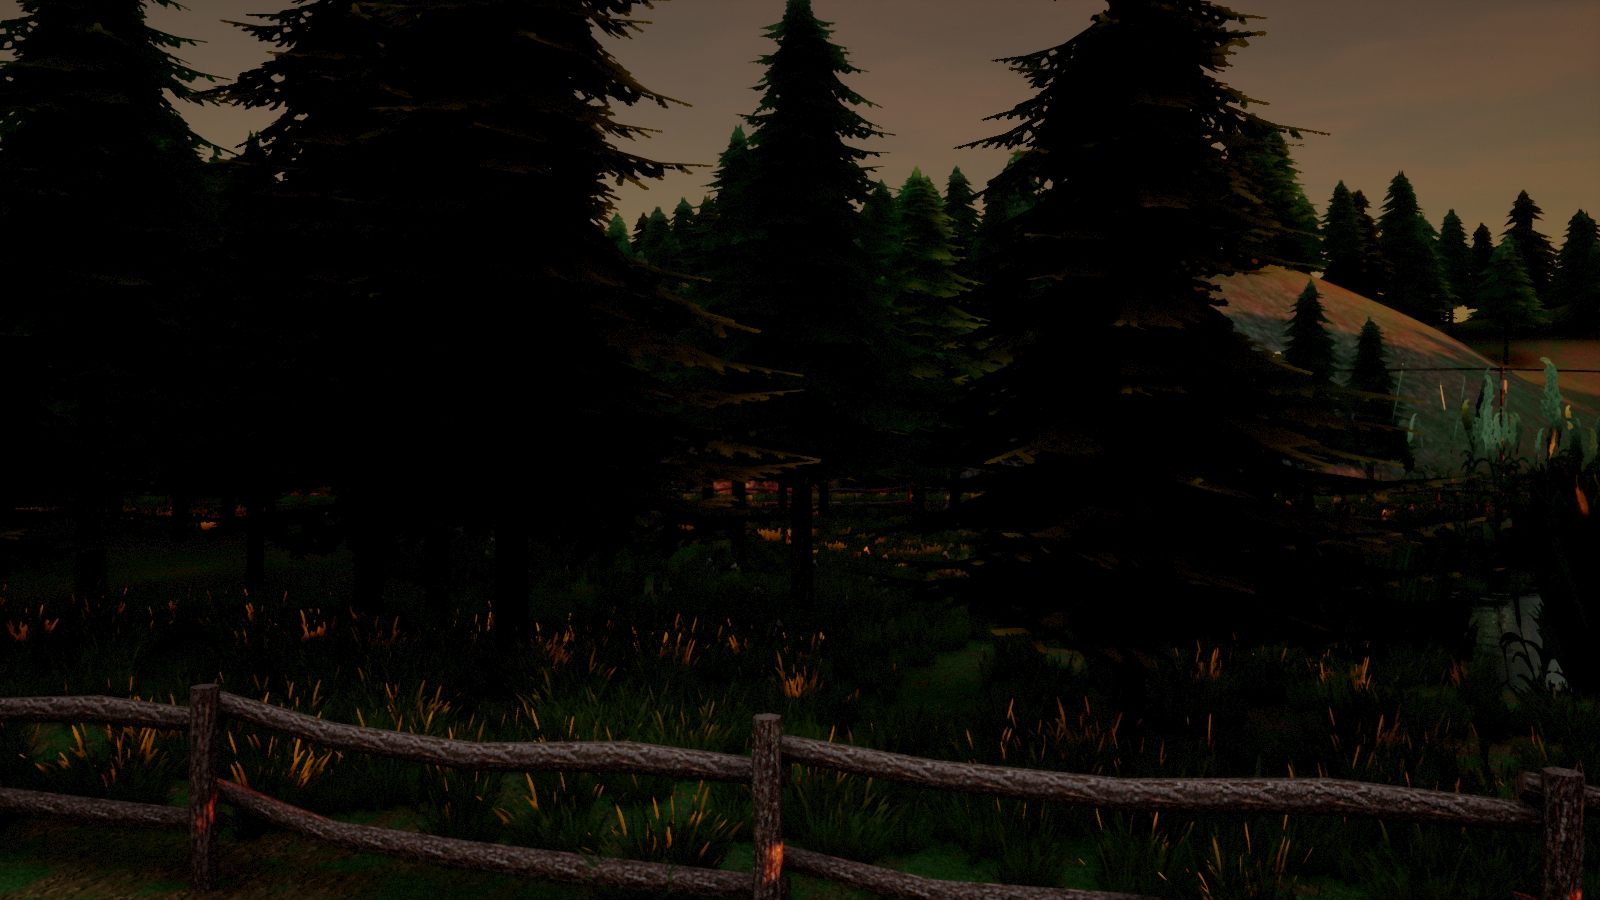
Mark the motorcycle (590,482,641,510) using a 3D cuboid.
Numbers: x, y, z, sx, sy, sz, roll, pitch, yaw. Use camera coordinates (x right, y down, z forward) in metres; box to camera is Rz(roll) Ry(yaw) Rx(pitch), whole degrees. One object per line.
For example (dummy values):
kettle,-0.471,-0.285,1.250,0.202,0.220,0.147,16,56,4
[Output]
motorcycle,-8.739,2.178,54.117,2.209,1.251,0.867,0,0,14
